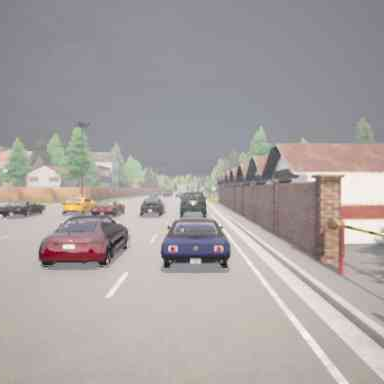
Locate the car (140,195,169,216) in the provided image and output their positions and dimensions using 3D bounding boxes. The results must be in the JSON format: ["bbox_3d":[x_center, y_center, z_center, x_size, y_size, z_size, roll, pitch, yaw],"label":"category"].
[{"bbox_3d":[-3.397,1.253,29.385,1.837,1.490,4.892,0,0,0],"label":"car"}]

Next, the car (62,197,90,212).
[{"bbox_3d":[-10.397,1.213,30.921,1.882,1.535,5.008,0,0,0],"label":"car"}]

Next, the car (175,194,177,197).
[{"bbox_3d":[-3.493,0.769,90.741,1.994,1.385,4.181,0,0,0],"label":"car"}]

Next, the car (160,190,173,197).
[{"bbox_3d":[-6.993,0.691,91.126,1.882,1.535,5.008,0,0,0],"label":"car"}]

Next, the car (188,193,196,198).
[{"bbox_3d":[0.007,0.812,90.773,1.895,1.301,4.718,0,0,0],"label":"car"}]

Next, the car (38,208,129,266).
[{"bbox_3d":[-3.400,1.467,11.188,1.994,1.385,4.181,0,0,0],"label":"car"}]

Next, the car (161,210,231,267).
[{"bbox_3d":[0.101,1.506,10.968,1.895,1.301,4.718,0,0,0],"label":"car"}]

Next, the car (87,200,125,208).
[{"bbox_3d":[-6.897,1.362,27.857,1.895,1.301,4.718,0,0,0],"label":"car"}]

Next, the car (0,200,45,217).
[{"bbox_3d":[-14.044,1.362,27.864,1.895,1.301,4.718,0,0,-3],"label":"car"}]

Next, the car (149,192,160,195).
[{"bbox_3d":[-10.493,0.768,90.707,1.994,1.385,4.181,0,0,0],"label":"car"}]

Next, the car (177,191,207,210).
[{"bbox_3d":[0.102,0.978,28.516,2.150,2.045,5.566,0,0,0],"label":"car"}]
